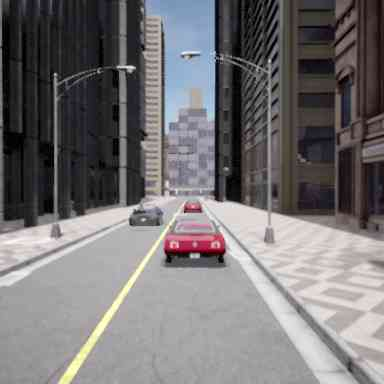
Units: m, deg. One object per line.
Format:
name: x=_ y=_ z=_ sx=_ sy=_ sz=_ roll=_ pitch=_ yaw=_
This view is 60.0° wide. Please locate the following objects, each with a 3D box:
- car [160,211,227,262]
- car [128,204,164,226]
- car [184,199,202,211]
car: x=0.092 y=1.571 z=11.941 sx=1.895 sy=1.301 sz=4.718 roll=0 pitch=0 yaw=0
car: x=-3.002 y=1.515 z=22.483 sx=1.994 sy=1.385 sz=4.181 roll=0 pitch=0 yaw=0
car: x=0.098 y=1.502 z=37.185 sx=1.994 sy=1.385 sz=4.181 roll=0 pitch=0 yaw=0
